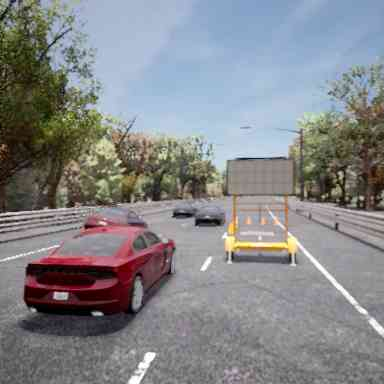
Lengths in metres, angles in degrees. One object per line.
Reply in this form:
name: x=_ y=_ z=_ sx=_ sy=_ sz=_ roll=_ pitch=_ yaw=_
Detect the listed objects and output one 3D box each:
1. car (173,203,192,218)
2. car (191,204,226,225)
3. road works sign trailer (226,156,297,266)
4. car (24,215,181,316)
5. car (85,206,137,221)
car: x=-0.603 y=1.806 z=33.621 sx=1.994 sy=1.385 sz=4.181 roll=0 pitch=0 yaw=11
car: x=1.455 y=1.743 z=25.560 sx=1.994 sy=1.385 sz=4.181 roll=0 pitch=0 yaw=10
road works sign trailer: x=2.467 y=0.544 z=12.051 sx=2.380 sy=3.560 sz=2.880 roll=0 pitch=0 yaw=11
car: x=-1.706 y=1.543 z=7.833 sx=1.882 sy=1.535 sz=5.008 roll=0 pitch=0 yaw=10
car: x=-3.561 y=1.479 z=16.470 sx=1.994 sy=1.385 sz=4.181 roll=13 pitch=-2 yaw=10
